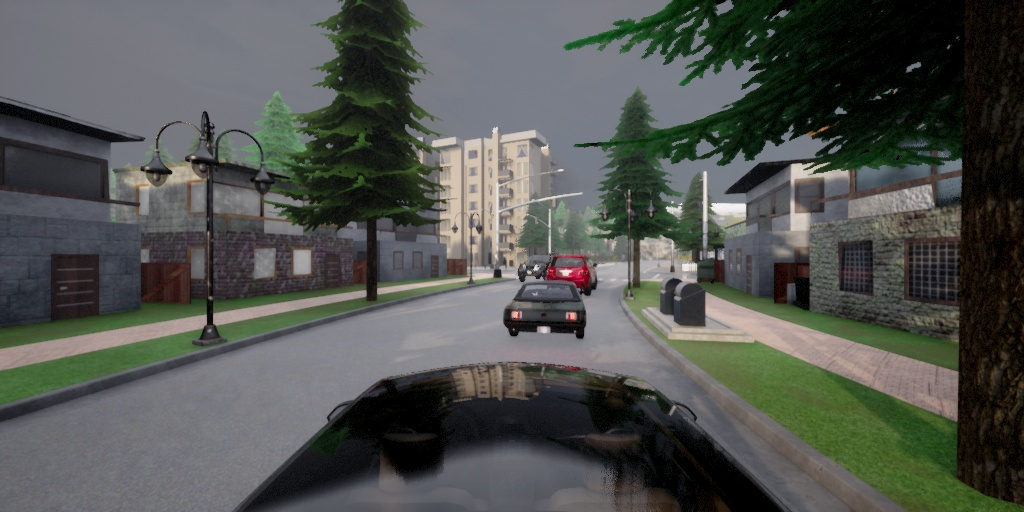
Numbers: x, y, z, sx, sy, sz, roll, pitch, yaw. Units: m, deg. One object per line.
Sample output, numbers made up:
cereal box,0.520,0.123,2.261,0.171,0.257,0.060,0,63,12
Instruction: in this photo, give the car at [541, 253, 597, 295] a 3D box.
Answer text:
car,3.369,0.968,19.631,2.150,2.045,5.566,0,0,18

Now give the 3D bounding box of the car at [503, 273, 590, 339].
car,1.073,1.349,10.135,1.895,1.301,4.718,0,0,9

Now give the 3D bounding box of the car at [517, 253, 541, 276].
car,2.311,0.776,27.215,2.150,2.045,5.566,0,0,24
